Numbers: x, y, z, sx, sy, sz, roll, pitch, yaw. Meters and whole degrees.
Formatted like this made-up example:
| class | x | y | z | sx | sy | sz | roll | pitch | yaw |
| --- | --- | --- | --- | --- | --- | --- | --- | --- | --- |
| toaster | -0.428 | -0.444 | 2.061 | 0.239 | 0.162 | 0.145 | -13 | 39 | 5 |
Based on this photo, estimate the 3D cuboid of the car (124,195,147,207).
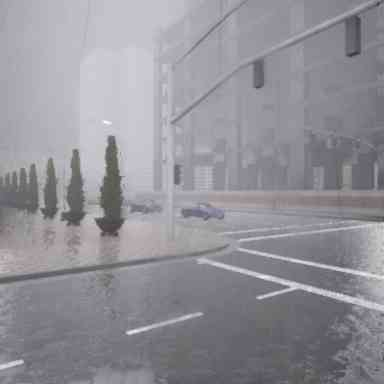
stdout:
| class | x | y | z | sx | sy | sz | roll | pitch | yaw |
| --- | --- | --- | --- | --- | --- | --- | --- | --- | --- |
| car | -9.466 | 1.455 | 55.439 | 2.097 | 1.767 | 4.553 | 0 | 0 | -35 |

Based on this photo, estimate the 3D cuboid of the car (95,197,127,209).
| class | x | y | z | sx | sy | sz | roll | pitch | yaw |
| --- | --- | --- | --- | --- | --- | --- | --- | --- | --- |
| car | -10.967 | 1.582 | 45.223 | 2.128 | 1.511 | 4.902 | 0 | 0 | -35 |

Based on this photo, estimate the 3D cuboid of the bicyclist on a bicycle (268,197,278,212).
| class | x | y | z | sx | sy | sz | roll | pitch | yaw |
| --- | --- | --- | --- | --- | --- | --- | --- | --- | --- |
| bicyclist on a bicycle | 9.143 | 1.404 | 37.560 | 1.656 | 1.620 | 0.582 | 0 | 0 | -35 |

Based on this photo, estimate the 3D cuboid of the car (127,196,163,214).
| class | x | y | z | sx | sy | sz | roll | pitch | yaw |
| --- | --- | --- | --- | --- | --- | --- | --- | --- | --- |
| car | -5.012 | 1.440 | 36.812 | 2.097 | 1.767 | 4.553 | 0 | 0 | -35 |

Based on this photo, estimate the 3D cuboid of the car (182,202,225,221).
| class | x | y | z | sx | sy | sz | roll | pitch | yaw |
| --- | --- | --- | --- | --- | --- | --- | --- | --- | --- |
| car | 0.870 | 1.611 | 28.548 | 1.812 | 1.442 | 4.674 | 0 | 0 | -36 |

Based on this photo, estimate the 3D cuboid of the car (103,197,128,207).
| class | x | y | z | sx | sy | sz | roll | pitch | yaw |
| --- | --- | --- | --- | --- | --- | --- | --- | --- | --- |
| car | -12.319 | 1.589 | 53.411 | 2.128 | 1.511 | 4.902 | 0 | 0 | -35 |

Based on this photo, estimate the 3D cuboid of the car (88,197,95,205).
| class | x | y | z | sx | sy | sz | roll | pitch | yaw |
| --- | --- | --- | --- | --- | --- | --- | --- | --- | --- |
| car | -17.526 | 1.664 | 60.653 | 1.994 | 1.385 | 4.181 | 0 | 0 | -35 |
